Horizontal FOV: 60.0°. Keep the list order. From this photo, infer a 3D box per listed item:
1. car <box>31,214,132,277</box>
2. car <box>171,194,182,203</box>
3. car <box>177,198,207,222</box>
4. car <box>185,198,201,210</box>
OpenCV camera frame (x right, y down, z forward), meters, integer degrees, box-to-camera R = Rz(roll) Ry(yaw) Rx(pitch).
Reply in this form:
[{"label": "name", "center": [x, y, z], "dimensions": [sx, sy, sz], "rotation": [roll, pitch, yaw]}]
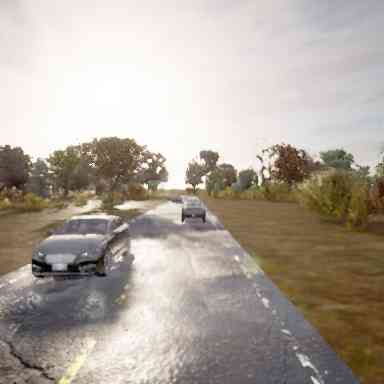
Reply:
[{"label": "car", "center": [-3.096, 1.477, 10.216], "dimensions": [2.128, 1.511, 4.902], "rotation": [0, 0, 0]}, {"label": "car", "center": [-2.992, 1.230, 65.313], "dimensions": [2.097, 1.767, 4.553], "rotation": [0, 0, 0]}, {"label": "car", "center": [0.108, 1.454, 26.081], "dimensions": [2.128, 1.511, 4.902], "rotation": [0, 0, 0]}, {"label": "car", "center": [0.112, 1.531, 43.223], "dimensions": [1.895, 1.301, 4.718], "rotation": [0, 0, 0]}]
